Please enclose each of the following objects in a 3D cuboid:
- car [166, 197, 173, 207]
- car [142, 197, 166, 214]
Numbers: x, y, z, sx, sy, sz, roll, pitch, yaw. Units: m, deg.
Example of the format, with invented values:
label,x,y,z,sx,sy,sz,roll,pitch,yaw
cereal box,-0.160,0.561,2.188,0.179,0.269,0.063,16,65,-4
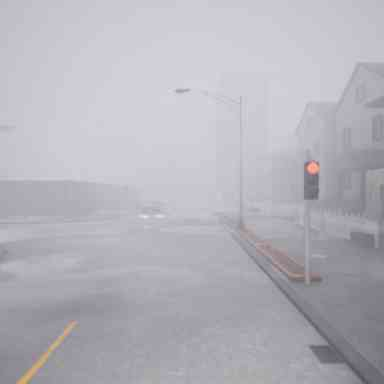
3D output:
label,x,y,z,sx,sy,sz,roll,pitch,yaw
car,-4.057,1.517,50.370,1.812,1.442,4.674,0,0,0
car,-4.079,1.519,34.847,1.812,1.442,4.674,0,0,0
